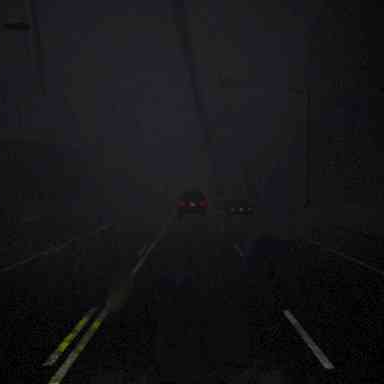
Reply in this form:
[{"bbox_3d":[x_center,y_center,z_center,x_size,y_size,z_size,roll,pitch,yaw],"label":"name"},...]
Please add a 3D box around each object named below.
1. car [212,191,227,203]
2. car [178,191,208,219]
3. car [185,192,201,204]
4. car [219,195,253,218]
[{"bbox_3d":[3.651,0.629,43.952,1.812,1.442,4.674,0,1,0],"label":"car"},{"bbox_3d":[0.071,0.918,26.279,2.150,2.045,5.566,0,2,1],"label":"car"},{"bbox_3d":[0.148,0.725,43.316,1.895,1.301,4.718,0,2,0],"label":"car"},{"bbox_3d":[3.575,1.237,26.482,2.033,1.411,5.357,0,2,1],"label":"car"}]
